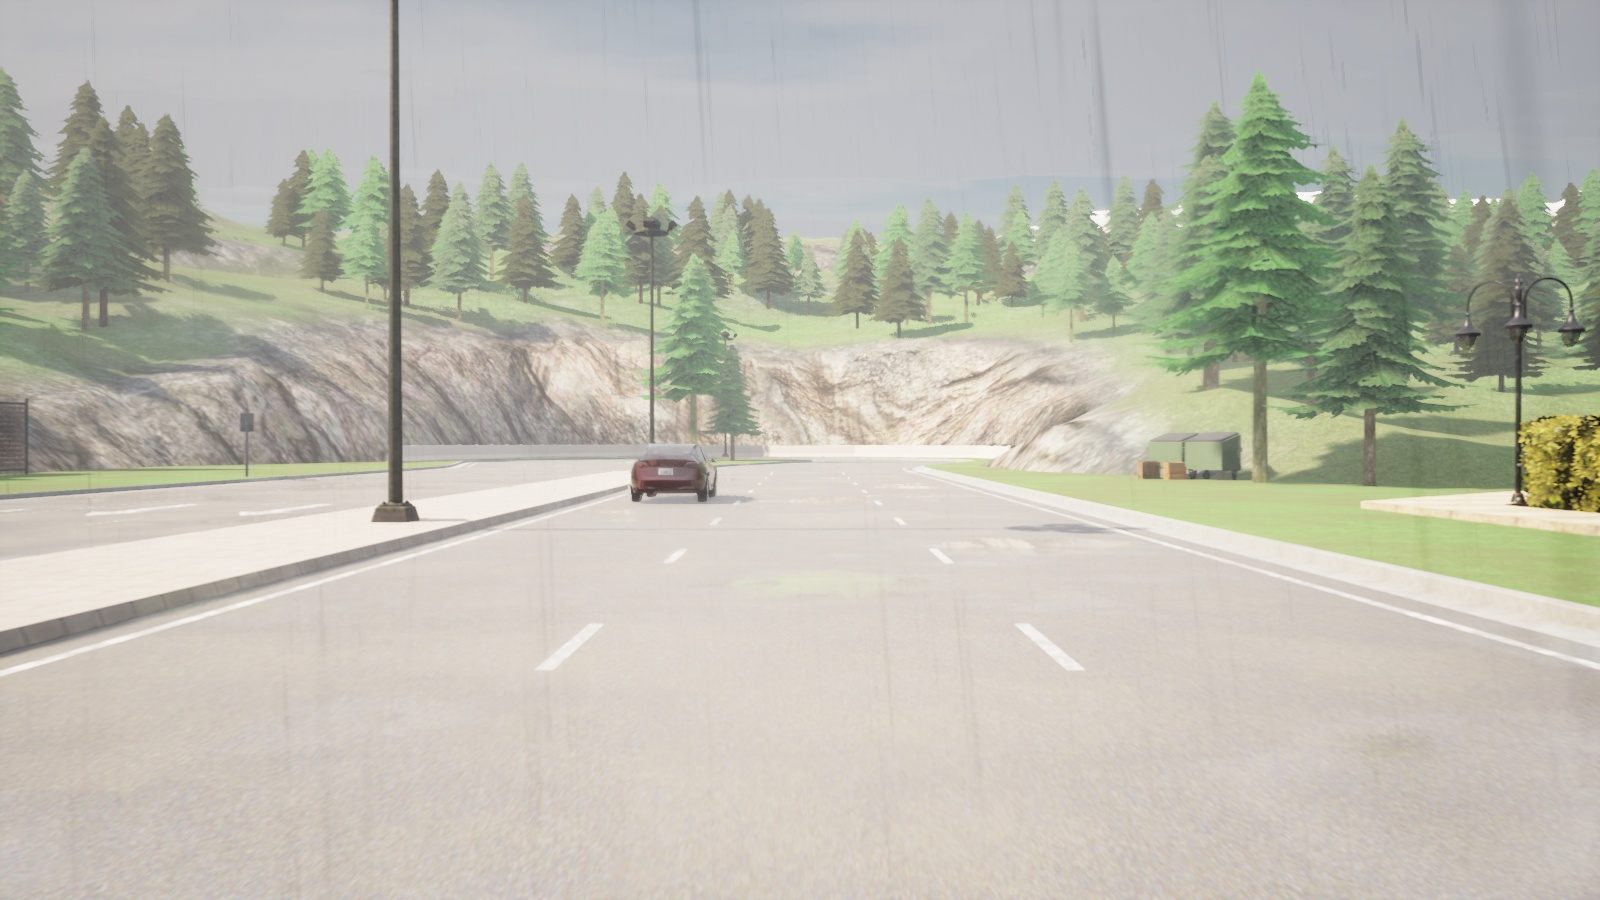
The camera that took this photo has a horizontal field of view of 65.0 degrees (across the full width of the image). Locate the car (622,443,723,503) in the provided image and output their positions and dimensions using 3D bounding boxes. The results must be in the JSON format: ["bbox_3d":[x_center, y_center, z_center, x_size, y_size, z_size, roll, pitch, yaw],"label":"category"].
[{"bbox_3d":[-3.295,0.556,33.315,2.163,1.488,4.792,0,0,0],"label":"car"}]
